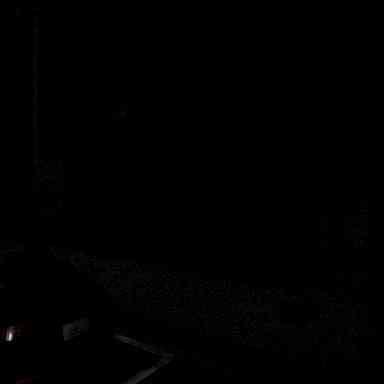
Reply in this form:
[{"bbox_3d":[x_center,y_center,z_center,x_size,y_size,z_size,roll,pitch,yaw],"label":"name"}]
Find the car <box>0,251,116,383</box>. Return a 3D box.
[{"bbox_3d":[-2.986,1.565,4.939,4.313,1.339,1.947,0,0,36],"label":"car"}]
